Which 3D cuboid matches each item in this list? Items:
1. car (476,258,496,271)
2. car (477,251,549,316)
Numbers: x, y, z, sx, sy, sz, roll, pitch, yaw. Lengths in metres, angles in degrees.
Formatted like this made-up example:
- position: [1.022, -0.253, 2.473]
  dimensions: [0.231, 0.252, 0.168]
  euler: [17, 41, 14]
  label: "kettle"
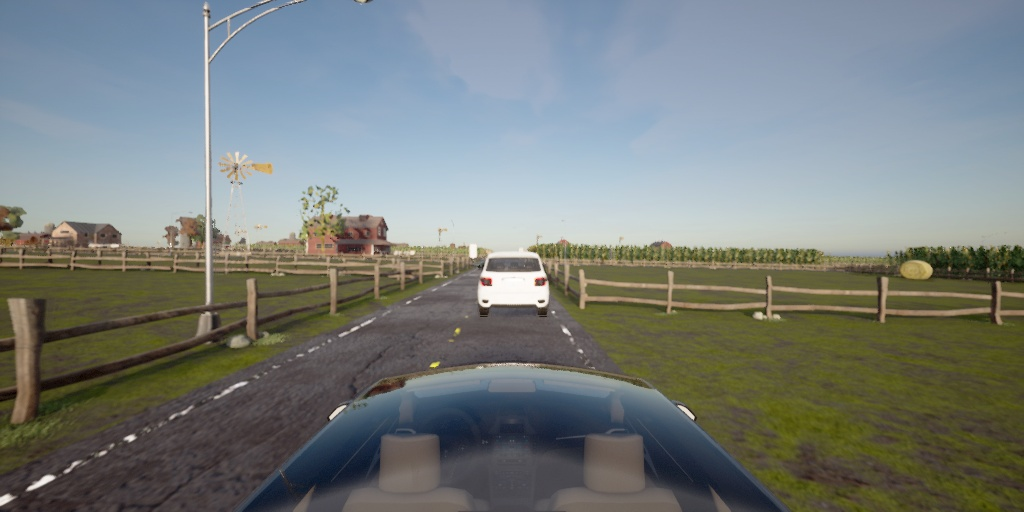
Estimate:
- position: [-2.855, 0.929, 40.228]
  dimensions: [1.895, 1.301, 4.718]
  euler: [0, 1, 0]
  label: "car"
- position: [0.058, 0.849, 12.831]
  dimensions: [2.150, 2.045, 5.566]
  euler: [0, 1, 0]
  label: "car"
